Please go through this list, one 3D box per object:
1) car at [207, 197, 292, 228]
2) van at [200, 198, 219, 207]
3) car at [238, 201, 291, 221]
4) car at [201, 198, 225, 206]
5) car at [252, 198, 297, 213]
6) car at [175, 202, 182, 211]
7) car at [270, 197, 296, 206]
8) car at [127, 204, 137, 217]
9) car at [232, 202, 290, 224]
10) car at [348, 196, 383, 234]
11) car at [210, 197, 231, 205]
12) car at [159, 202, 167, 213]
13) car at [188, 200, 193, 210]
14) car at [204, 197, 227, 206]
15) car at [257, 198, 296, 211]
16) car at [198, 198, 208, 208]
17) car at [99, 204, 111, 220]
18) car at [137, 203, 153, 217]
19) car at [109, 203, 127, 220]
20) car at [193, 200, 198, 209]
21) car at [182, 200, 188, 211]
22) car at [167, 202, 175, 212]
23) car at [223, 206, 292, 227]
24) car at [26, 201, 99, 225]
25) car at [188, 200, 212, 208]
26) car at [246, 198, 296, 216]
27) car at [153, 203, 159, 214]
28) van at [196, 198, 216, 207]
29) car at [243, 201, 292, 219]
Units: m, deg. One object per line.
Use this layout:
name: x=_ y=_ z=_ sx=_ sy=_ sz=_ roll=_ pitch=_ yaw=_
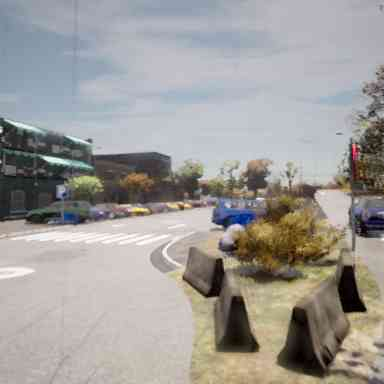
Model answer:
car: x=4.147 y=1.581 z=23.149 sx=5.566 sy=2.045 sz=2.435 roll=0 pitch=-1 yaw=-3
van: x=4.199 y=2.485 z=80.390 sx=4.442 sy=1.987 sz=1.878 roll=-1 pitch=-1 yaw=-3
car: x=6.866 y=1.809 z=31.786 sx=4.553 sy=1.767 sz=2.185 roll=0 pitch=0 yaw=-3
car: x=5.227 y=2.489 z=83.230 sx=5.566 sy=2.045 sz=2.435 roll=-1 pitch=-1 yaw=-3
car: x=11.386 y=1.854 z=46.208 sx=5.566 sy=2.045 sz=2.435 roll=0 pitch=-1 yaw=-3
car: x=-4.718 y=2.378 z=52.147 sx=5.366 sy=1.575 sz=1.946 roll=-1 pitch=-1 yaw=-2
car: x=21.278 y=2.227 z=77.914 sx=5.566 sy=2.045 sz=2.435 roll=0 pitch=0 yaw=-3
car: x=-8.996 y=2.084 z=38.052 sx=4.553 sy=1.767 sz=2.185 roll=-1 pitch=-1 yaw=-3
car: x=5.899 y=1.775 z=28.906 sx=4.553 sy=1.767 sz=2.185 roll=0 pitch=-1 yaw=-3
car: x=9.126 y=0.967 z=16.464 sx=2.097 sy=1.767 sz=4.553 roll=-1 pitch=2 yaw=18
car: x=7.831 y=2.588 z=91.681 sx=5.566 sy=2.045 sz=2.435 roll=-1 pitch=-1 yaw=-2
car: x=-6.332 y=2.340 z=46.510 sx=4.792 sy=1.488 sz=2.163 roll=-1 pitch=-1 yaw=-3
car: x=-2.946 y=2.445 z=57.793 sx=5.366 sy=1.575 sz=1.946 roll=-1 pitch=-1 yaw=-2
car: x=6.113 y=2.522 z=86.053 sx=5.566 sy=2.045 sz=2.435 roll=-1 pitch=-1 yaw=-3
car: x=13.131 y=1.923 z=51.978 sx=5.566 sy=2.045 sz=2.435 roll=0 pitch=0 yaw=-2
car: x=0.745 y=2.452 z=69.104 sx=4.553 sy=1.767 sz=2.185 roll=-1 pitch=-1 yaw=-3
car: x=-10.732 y=2.182 z=32.403 sx=4.674 sy=1.452 sz=2.002 roll=-1 pitch=-1 yaw=-3
car: x=-7.893 y=2.235 z=40.888 sx=5.366 sy=1.575 sz=1.946 roll=-1 pitch=-1 yaw=-3
car: x=-9.852 y=2.177 z=35.227 sx=4.892 sy=1.521 sz=2.231 roll=-1 pitch=-1 yaw=-3
car: x=-1.849 y=2.506 z=60.641 sx=4.792 sy=1.488 sz=2.163 roll=-1 pitch=-1 yaw=-3
car: x=-3.647 y=2.410 z=54.991 sx=5.008 sy=1.535 sz=2.097 roll=-1 pitch=-1 yaw=-3
car: x=-5.419 y=2.343 z=49.332 sx=5.008 sy=1.535 sz=2.097 roll=-1 pitch=-1 yaw=-2
car: x=5.031 y=1.867 z=26.017 sx=4.892 sy=1.521 sz=2.231 roll=0 pitch=0 yaw=-3
car: x=-11.651 y=1.858 z=29.576 sx=5.566 sy=2.045 sz=2.435 roll=-1 pitch=-1 yaw=-3
car: x=1.667 y=2.611 z=71.932 sx=4.892 sy=1.521 sz=2.231 roll=-1 pitch=-1 yaw=-3
car: x=9.518 y=1.786 z=40.436 sx=5.566 sy=2.045 sz=2.435 roll=0 pitch=0 yaw=-3
car: x=-7.194 y=2.277 z=43.690 sx=4.892 sy=1.521 sz=2.231 roll=-1 pitch=-1 yaw=-2
van: x=3.312 y=2.453 z=77.567 sx=4.442 sy=1.987 sz=1.878 roll=-1 pitch=-1 yaw=-3
car: x=7.766 y=1.844 z=34.676 sx=4.553 sy=1.767 sz=2.185 roll=0 pitch=0 yaw=-3
